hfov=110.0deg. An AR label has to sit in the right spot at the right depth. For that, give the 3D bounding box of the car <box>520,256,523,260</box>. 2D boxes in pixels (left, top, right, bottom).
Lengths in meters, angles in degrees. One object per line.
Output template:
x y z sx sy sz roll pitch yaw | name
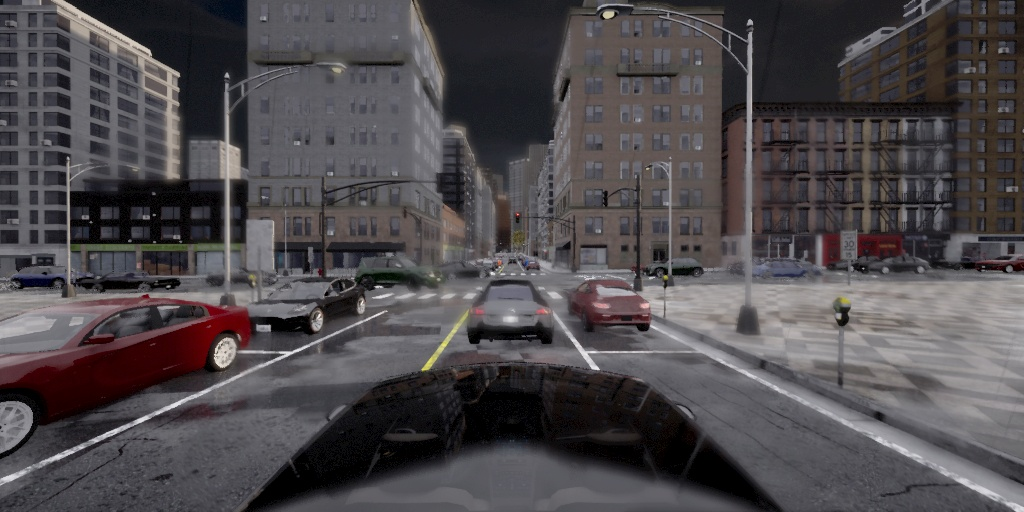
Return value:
2.837 1.202 64.468 1.802 1.307 4.207 0 0 0 | car

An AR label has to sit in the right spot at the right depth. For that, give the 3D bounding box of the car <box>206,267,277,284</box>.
-19.809 1.527 26.389 4.674 1.442 1.812 -1 0 0 | car

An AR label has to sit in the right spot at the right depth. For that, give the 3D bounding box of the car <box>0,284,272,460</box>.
-5.777 1.295 4.907 1.888 1.381 4.507 0 0 0 | car

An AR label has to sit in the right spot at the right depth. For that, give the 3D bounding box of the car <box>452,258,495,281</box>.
-4.179 1.244 29.806 4.892 1.490 1.837 -1 3 -38 | car

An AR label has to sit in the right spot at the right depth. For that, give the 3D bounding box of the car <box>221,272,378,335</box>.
-5.808 1.314 10.551 1.948 1.339 4.313 0 0 0 | car

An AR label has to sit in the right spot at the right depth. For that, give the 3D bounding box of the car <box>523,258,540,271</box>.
2.786 1.257 47.808 1.802 1.307 4.207 0 0 0 | car

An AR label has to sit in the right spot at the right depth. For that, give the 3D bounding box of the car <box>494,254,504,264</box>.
-2.980 0.968 65.157 2.097 1.767 4.553 0 0 1 | car

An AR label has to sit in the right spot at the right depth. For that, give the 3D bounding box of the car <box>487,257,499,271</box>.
-3.079 1.207 45.598 1.812 1.442 4.674 0 0 2 | car

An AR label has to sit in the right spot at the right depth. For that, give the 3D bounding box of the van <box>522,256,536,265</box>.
2.803 0.998 53.360 1.690 1.789 3.998 0 0 0 | van

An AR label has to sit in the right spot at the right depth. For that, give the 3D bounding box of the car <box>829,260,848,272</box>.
31.987 0.751 33.184 4.892 1.490 1.837 -1 0 0 | car

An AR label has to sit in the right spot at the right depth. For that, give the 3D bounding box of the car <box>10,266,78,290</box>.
-33.502 1.526 26.366 4.553 1.767 2.097 -1 0 0 | car

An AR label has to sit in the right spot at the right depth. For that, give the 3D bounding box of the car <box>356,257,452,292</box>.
-6.761 1.063 21.589 5.566 2.045 2.150 -1 -2 22 | car

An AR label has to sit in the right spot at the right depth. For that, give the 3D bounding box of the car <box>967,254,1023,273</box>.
41.874 0.607 29.923 5.008 1.535 1.882 -1 0 0 | car

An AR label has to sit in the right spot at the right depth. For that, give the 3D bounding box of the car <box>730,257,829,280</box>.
19.618 0.999 26.466 5.357 1.411 2.033 -1 0 0 | car

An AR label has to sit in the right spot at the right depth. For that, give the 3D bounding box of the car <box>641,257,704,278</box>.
13.327 0.875 29.902 4.553 1.767 2.097 -1 0 0 | car

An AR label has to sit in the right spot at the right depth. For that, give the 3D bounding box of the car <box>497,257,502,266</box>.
-3.047 1.199 55.248 2.033 1.411 5.357 0 0 0 | car

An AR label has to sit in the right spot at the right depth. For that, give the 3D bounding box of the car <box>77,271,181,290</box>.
-24.375 1.678 23.131 4.718 1.301 1.895 -1 0 0 | car

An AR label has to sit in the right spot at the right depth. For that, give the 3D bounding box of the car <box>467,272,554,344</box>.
-0.036 1.312 9.598 1.994 1.385 4.181 0 0 0 | car

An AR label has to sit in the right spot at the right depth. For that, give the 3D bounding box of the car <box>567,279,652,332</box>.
2.717 1.330 10.596 1.802 1.307 4.207 0 0 0 | car

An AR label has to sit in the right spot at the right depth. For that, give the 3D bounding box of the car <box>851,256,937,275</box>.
31.746 0.771 29.932 4.892 1.490 1.837 -1 0 0 | car

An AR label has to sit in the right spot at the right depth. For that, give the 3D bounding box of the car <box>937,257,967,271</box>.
41.783 0.715 33.175 4.718 1.301 1.895 -1 0 0 | car

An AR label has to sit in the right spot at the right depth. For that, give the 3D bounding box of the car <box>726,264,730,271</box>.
22.516 0.868 33.171 4.902 1.511 2.128 -1 0 0 | car

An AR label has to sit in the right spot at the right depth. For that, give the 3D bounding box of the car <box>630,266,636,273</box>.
13.475 1.105 33.155 4.718 1.301 1.895 -1 0 0 | car
